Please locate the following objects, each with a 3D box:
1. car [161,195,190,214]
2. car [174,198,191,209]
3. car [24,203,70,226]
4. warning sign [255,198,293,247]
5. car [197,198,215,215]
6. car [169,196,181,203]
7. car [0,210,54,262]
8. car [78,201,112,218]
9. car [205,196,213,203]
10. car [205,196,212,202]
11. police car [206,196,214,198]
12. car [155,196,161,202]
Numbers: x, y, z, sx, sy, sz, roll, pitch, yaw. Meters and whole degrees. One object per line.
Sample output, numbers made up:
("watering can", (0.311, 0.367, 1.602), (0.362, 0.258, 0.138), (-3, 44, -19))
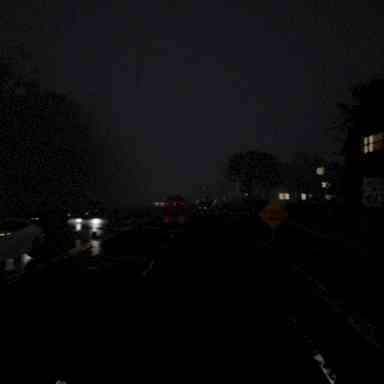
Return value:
("car", (-1.735, 1.337, 37.409), (2.150, 2.045, 5.566), (1, 0, 2))
("car", (-1.298, 1.704, 48.610), (2.033, 1.411, 5.357), (1, 0, 2))
("car", (-9.108, 1.463, 20.263), (2.128, 1.511, 4.902), (1, 0, 2))
("warning sign", (3.340, 1.206, 13.638), (1.300, 1.860, 1.060), (1, 0, 2))
("car", (1.469, 1.696, 36.359), (2.033, 1.411, 5.357), (1, 0, 2))
("car", (-3.687, 1.584, 73.010), (2.128, 1.511, 4.902), (1, 0, 2))
("car", (-6.261, 1.493, 10.155), (1.812, 1.442, 4.674), (1, 0, 3))
("car", (-8.680, 1.537, 30.305), (1.812, 1.442, 4.674), (1, 0, 4))
("car", (4.209, 1.843, 83.659), (1.812, 1.442, 4.674), (1, 0, 2))
("car", (4.444, 1.840, 89.654), (1.837, 1.490, 4.892), (1, 0, 2))
("police car", (3.822, 1.713, 73.776), (1.930, 1.638, 5.238), (1, 0, 2))
("car", (-6.935, 1.562, 73.137), (2.033, 1.411, 5.357), (1, 0, 2))
